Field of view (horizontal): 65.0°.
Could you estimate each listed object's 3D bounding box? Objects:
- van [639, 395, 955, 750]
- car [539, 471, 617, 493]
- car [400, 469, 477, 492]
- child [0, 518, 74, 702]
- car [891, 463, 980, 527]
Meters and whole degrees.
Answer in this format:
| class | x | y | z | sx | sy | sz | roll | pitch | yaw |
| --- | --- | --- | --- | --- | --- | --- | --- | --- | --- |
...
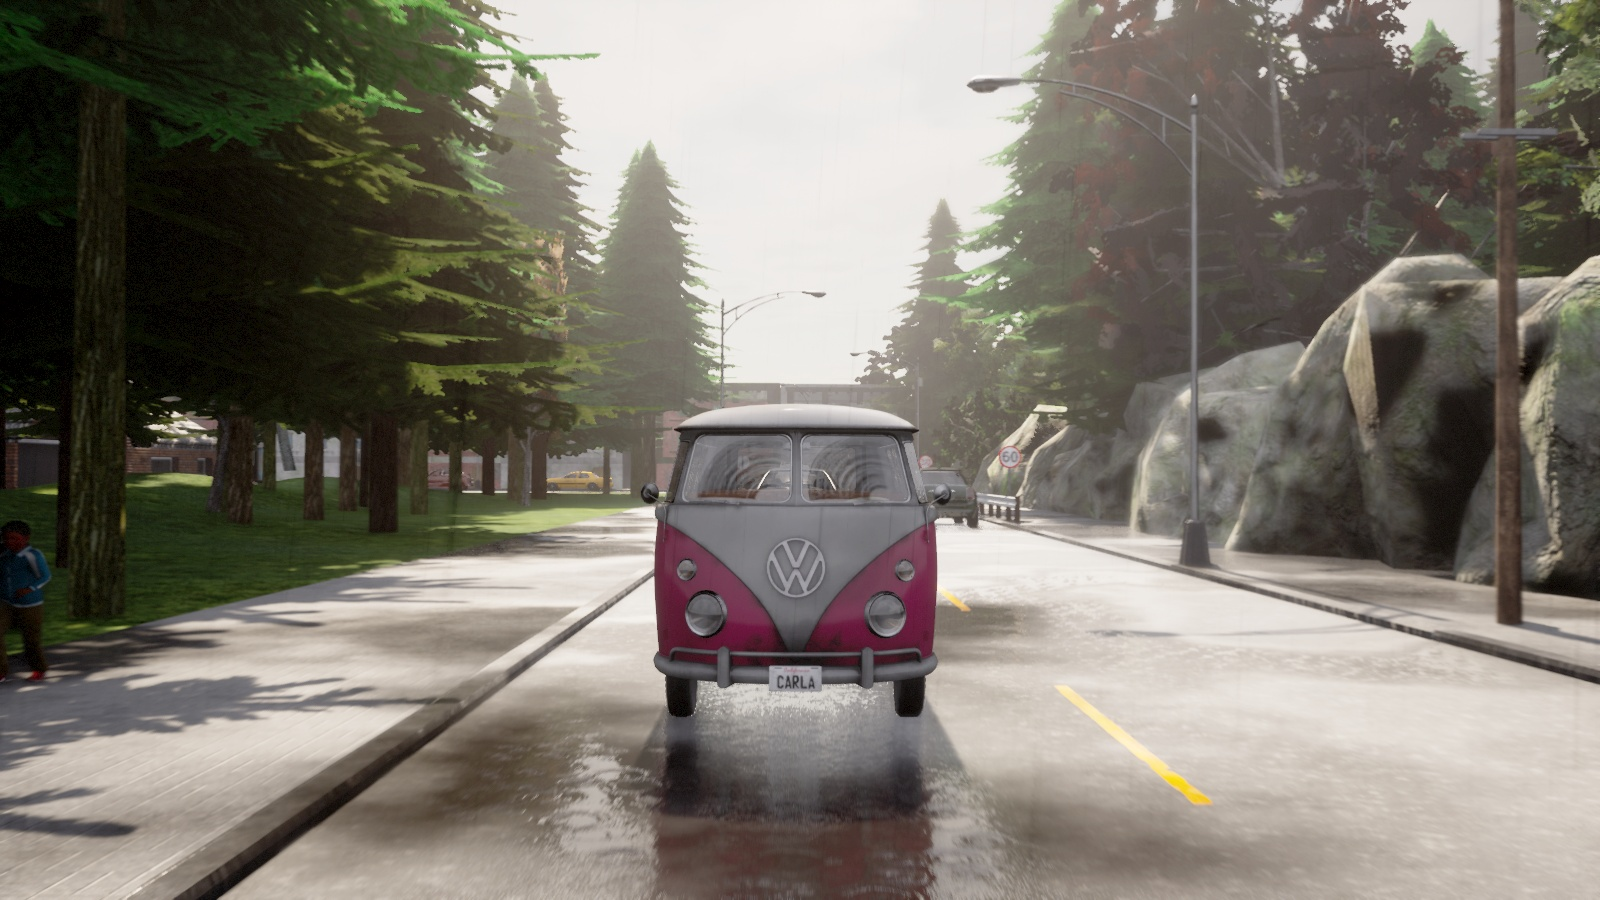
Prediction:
| class | x | y | z | sx | sy | sz | roll | pitch | yaw |
| --- | --- | --- | --- | --- | --- | --- | --- | --- | --- |
| van | -0.023 | 0.723 | 9.291 | 1.775 | 1.987 | 4.442 | 0 | -1 | 0 |
| car | -16.174 | 2.352 | 91.712 | 5.366 | 1.575 | 1.801 | 0 | -1 | 0 |
| car | -26.354 | 2.234 | 91.693 | 5.027 | 1.651 | 2.152 | 0 | -1 | 0 |
| child | -5.232 | 1.068 | 8.525 | 0.343 | 1.192 | 0.448 | 0 | -1 | -1 |
| car | 3.903 | 1.276 | 36.906 | 2.097 | 1.767 | 4.553 | 0 | -1 | 0 |
